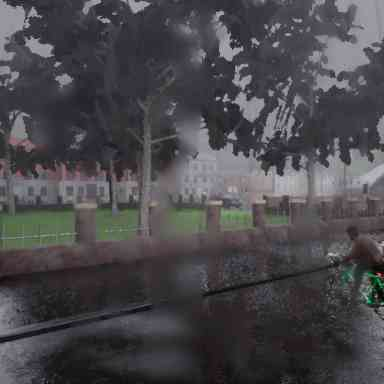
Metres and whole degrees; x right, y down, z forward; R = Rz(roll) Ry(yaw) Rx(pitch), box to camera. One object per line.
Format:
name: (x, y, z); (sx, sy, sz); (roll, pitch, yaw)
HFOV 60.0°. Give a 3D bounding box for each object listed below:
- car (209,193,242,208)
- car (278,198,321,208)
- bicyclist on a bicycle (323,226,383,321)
car: (4.632, 1.220, 47.315); (2.150, 2.045, 5.566); (0, 0, -34)
car: (11.885, 1.478, 36.856); (1.882, 1.535, 5.008); (0, 0, -35)
bicyclist on a bicycle: (3.078, 1.454, 5.980); (0.582, 1.620, 1.656); (0, -2, -35)
